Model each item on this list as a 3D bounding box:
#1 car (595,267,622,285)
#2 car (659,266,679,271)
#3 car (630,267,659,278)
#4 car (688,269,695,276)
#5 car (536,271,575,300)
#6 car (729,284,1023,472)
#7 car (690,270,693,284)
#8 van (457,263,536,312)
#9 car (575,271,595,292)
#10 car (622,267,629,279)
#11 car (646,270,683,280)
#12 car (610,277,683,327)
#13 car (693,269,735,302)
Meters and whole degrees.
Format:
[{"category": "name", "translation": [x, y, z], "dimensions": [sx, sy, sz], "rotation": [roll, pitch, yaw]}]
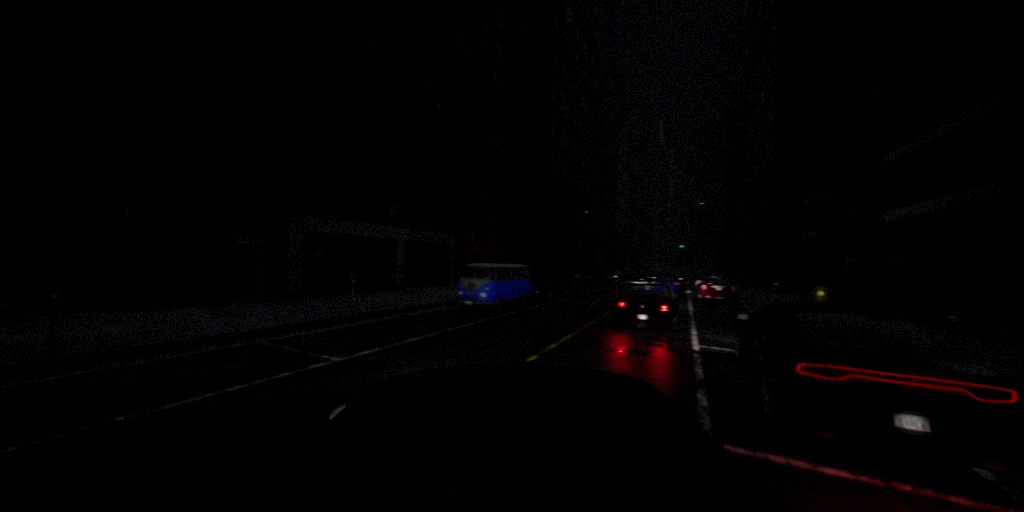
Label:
[{"category": "car", "translation": [8.917, 1.953, 34.414], "dimensions": [1.948, 1.339, 4.313], "rotation": [0, 0, 26]}, {"category": "car", "translation": [17.539, 2.236, 39.184], "dimensions": [1.882, 1.535, 5.008], "rotation": [2, -1, 26]}, {"category": "car", "translation": [15.538, 2.257, 41.989], "dimensions": [2.033, 1.411, 5.357], "rotation": [2, -1, 26]}, {"category": "car", "translation": [21.372, 2.485, 40.605], "dimensions": [1.948, 1.339, 4.313], "rotation": [0, 0, 26]}, {"category": "car", "translation": [1.738, 1.543, 19.559], "dimensions": [1.948, 1.339, 4.313], "rotation": [0, 0, 26]}, {"category": "car", "translation": [4.764, 1.442, 5.532], "dimensions": [1.882, 1.535, 5.008], "rotation": [2, -1, 26]}, {"category": "car", "translation": [16.586, 2.195, 30.702], "dimensions": [2.007, 1.370, 4.403], "rotation": [0, 0, 26]}, {"category": "van", "translation": [-0.654, 1.182, 14.607], "dimensions": [1.690, 1.789, 3.998], "rotation": [0, 0, 26]}, {"category": "car", "translation": [4.131, 1.696, 24.511], "dimensions": [1.802, 1.307, 4.207], "rotation": [0, 0, 26]}, {"category": "car", "translation": [11.309, 2.106, 39.367], "dimensions": [1.802, 1.307, 4.207], "rotation": [0, 0, 26]}, {"category": "car", "translation": [10.693, 1.928, 24.792], "dimensions": [1.994, 1.385, 4.181], "rotation": [2, -1, 26]}, {"category": "car", "translation": [5.026, 1.643, 13.073], "dimensions": [1.895, 1.301, 4.718], "rotation": [2, -1, 26]}, {"category": "car", "translation": [11.801, 1.811, 20.797], "dimensions": [1.967, 1.591, 4.097], "rotation": [0, 0, 26]}]
